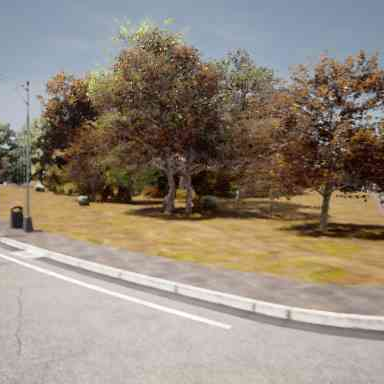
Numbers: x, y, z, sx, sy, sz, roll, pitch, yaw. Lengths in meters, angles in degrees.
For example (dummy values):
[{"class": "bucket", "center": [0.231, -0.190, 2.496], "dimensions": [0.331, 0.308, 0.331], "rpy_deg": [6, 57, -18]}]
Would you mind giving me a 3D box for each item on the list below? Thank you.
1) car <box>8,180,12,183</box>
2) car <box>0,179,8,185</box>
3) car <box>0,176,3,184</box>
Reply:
[{"class": "car", "center": [-44.468, -2.736, 82.849], "dimensions": [1.812, 1.442, 4.674], "rpy_deg": [0, 3, -4]}, {"class": "car", "center": [-42.971, -2.148, 72.691], "dimensions": [2.033, 1.411, 5.357], "rpy_deg": [0, 3, -9]}, {"class": "car", "center": [-47.599, -2.873, 79.421], "dimensions": [2.150, 2.045, 5.566], "rpy_deg": [0, 3, -7]}]
